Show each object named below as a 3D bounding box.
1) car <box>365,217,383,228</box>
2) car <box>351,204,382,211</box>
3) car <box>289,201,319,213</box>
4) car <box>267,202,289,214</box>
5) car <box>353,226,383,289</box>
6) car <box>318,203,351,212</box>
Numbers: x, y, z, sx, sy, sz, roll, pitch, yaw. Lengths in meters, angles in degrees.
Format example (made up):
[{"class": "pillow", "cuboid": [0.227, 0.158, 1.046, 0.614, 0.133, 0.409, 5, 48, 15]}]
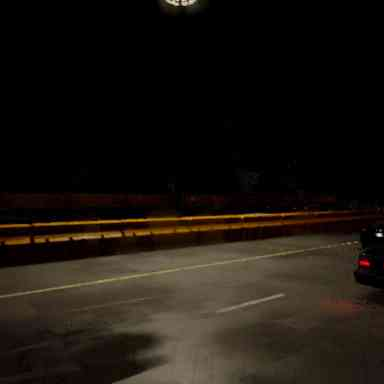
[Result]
[{"class": "car", "cuboid": [9.521, 1.807, 15.248, 4.181, 1.385, 1.994, 1, -1, -37]}, {"class": "car", "cuboid": [20.321, 2.107, 38.083, 4.674, 1.442, 1.812, 1, -1, -43]}, {"class": "car", "cuboid": [14.918, 1.949, 42.616, 4.553, 1.767, 2.097, 1, -1, -43]}, {"class": "car", "cuboid": [12.041, 2.079, 44.698, 5.008, 1.535, 1.882, 1, -1, -43]}, {"class": "car", "cuboid": [6.220, 1.689, 8.448, 5.357, 1.411, 2.033, 1, -1, -36]}, {"class": "car", "cuboid": [17.848, 2.086, 40.564, 4.902, 1.511, 2.128, 1, -1, -44]}]
